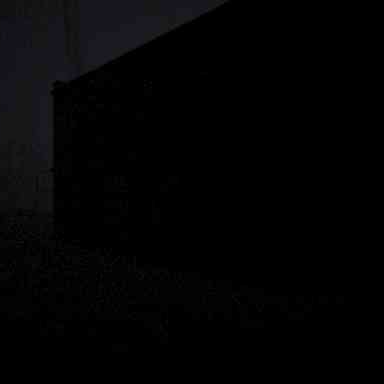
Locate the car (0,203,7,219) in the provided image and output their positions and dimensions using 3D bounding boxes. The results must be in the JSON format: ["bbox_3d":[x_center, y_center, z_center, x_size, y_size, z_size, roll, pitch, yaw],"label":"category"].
[{"bbox_3d":[-25.640,2.445,40.565,4.553,1.767,2.185,0,-3,15],"label":"car"}]

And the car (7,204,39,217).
[{"bbox_3d":[-24.251,2.832,45.953,4.792,1.488,2.163,0,-2,15],"label":"car"}]

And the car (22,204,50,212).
[{"bbox_3d":[-31.816,3.314,68.017,5.008,1.535,2.097,0,-1,15],"label":"car"}]

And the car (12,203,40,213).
[{"bbox_3d":[-32.575,3.134,65.340,4.553,1.767,2.185,0,-1,15],"label":"car"}]

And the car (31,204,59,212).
[{"bbox_3d":[-31.243,3.362,70.875,5.366,1.575,1.946,0,-1,15],"label":"car"}]

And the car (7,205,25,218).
[{"bbox_3d":[-24.920,2.720,43.248,4.792,1.488,2.163,0,-2,15],"label":"car"}]

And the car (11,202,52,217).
[{"bbox_3d":[-23.527,2.782,48.648,4.553,1.767,2.185,0,-2,15],"label":"car"}]

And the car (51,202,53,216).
[{"bbox_3d":[-22.804,2.876,51.331,4.553,1.767,2.185,0,-2,15],"label":"car"}]

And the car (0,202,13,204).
[{"bbox_3d":[-34.023,2.875,59.956,5.566,2.045,2.435,0,-2,15],"label":"car"}]

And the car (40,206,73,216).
[{"bbox_3d":[-22.053,3.127,54.009,4.674,1.452,2.002,0,-1,15],"label":"car"}]

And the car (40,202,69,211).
[{"bbox_3d":[-30.310,3.163,73.512,5.566,2.045,2.435,0,-1,15],"label":"car"}]
